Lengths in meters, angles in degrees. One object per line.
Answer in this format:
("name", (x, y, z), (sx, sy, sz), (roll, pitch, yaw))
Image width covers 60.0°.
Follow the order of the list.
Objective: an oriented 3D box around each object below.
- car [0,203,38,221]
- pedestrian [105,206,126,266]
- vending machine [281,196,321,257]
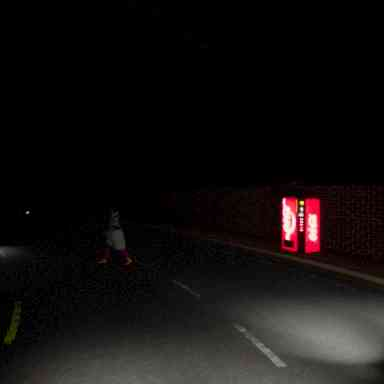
("car", (-14.281, 1.564, 27.021), (4.181, 1.385, 1.994), (0, 0, 39))
("pedestrian", (-2.315, 1.294, 10.018), (0.375, 1.860, 0.375), (0, 0, -31))
("vending machine", (3.954, 1.195, 12.097), (1.100, 2.100, 0.880), (0, 0, -29))
